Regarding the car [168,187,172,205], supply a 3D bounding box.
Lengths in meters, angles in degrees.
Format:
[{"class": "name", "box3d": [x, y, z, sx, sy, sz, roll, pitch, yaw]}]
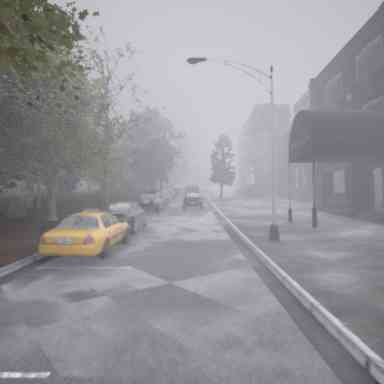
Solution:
[{"class": "car", "box3d": [-3.651, 0.602, 34.735, 2.185, 1.767, 4.553, 0, 2, 2]}]

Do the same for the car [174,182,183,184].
[{"class": "car", "box3d": [-3.643, -0.893, 79.305, 2.097, 1.535, 5.008, 0, 2, 2]}]

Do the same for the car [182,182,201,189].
[{"class": "car", "box3d": [0.097, 0.011, 47.635, 2.150, 2.045, 5.566, 0, 2, 1]}]

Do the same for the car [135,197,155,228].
[{"class": "car", "box3d": [-3.632, 1.274, 18.040, 2.231, 1.521, 4.892, 1, 2, 2]}]

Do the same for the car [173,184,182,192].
[{"class": "car", "box3d": [-3.644, -0.247, 62.639, 2.163, 1.488, 4.792, 0, 2, 2]}]

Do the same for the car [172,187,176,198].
[{"class": "car", "box3d": [-3.648, 0.530, 40.332, 2.231, 1.521, 4.892, 0, 2, 2]}]

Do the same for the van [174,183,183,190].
[{"class": "van", "box3d": [-3.638, -1.535, 90.552, 1.878, 1.987, 4.442, 0, 2, 2]}]

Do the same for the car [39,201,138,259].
[{"class": "car", "box3d": [-3.630, 1.375, 12.301, 1.946, 1.575, 5.366, 1, 1, 2]}]

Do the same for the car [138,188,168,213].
[{"class": "car", "box3d": [-3.651, 0.798, 29.168, 2.185, 1.767, 4.553, 0, 2, 2]}]

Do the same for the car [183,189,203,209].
[{"class": "car", "box3d": [0.103, 0.795, 32.763, 1.882, 1.535, 5.008, 0, 1, 0]}]

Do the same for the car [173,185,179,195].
[{"class": "car", "box3d": [-3.639, 0.120, 51.659, 1.946, 1.575, 5.366, 0, 2, 2]}]
